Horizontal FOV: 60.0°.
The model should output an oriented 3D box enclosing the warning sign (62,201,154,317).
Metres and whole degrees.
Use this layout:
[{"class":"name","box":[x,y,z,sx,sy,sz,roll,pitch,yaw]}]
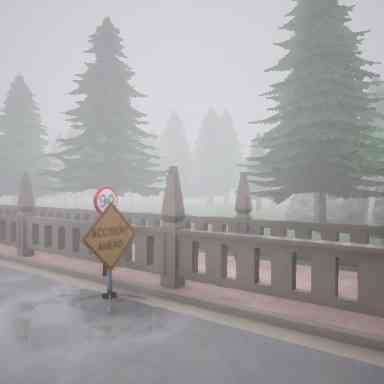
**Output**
[{"class":"warning sign","box":[-1.551,1.114,6.265,1.060,1.860,1.300,0,0,36]}]
